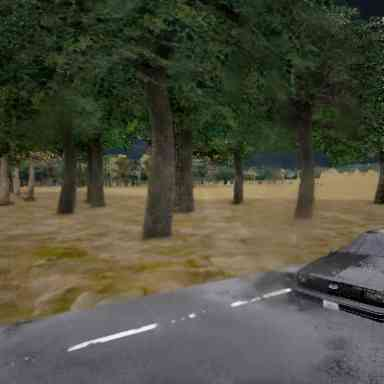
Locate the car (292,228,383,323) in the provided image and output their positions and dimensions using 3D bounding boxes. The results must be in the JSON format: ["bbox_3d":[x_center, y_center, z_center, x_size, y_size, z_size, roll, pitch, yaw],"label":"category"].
[{"bbox_3d":[4.537,1.540,7.249,5.357,1.411,2.033,0,0,-36],"label":"car"}]
